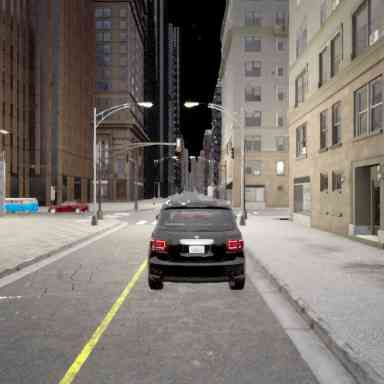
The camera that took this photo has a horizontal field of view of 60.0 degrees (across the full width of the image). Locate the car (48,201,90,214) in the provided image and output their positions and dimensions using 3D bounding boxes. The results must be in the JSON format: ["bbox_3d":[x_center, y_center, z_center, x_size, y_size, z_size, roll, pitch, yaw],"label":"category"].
[{"bbox_3d":[-13.908,1.724,37.569,4.507,1.381,1.887,-1,0,0],"label":"car"}]

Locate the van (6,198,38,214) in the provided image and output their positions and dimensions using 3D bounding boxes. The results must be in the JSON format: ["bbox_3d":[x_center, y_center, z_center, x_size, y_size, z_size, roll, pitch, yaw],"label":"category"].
[{"bbox_3d":[-19.534,1.588,37.599,3.998,1.788,1.690,-1,0,0],"label":"van"}]

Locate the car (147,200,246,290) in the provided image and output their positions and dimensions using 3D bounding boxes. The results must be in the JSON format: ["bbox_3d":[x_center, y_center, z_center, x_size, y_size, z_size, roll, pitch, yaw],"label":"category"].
[{"bbox_3d":[0.117,1.223,9.223,2.150,2.045,5.566,0,0,1],"label":"car"}]

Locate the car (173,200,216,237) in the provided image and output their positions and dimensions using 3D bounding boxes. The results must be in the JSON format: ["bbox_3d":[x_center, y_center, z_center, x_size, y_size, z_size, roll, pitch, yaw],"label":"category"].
[{"bbox_3d":[0.131,1.357,18.672,2.097,1.767,4.553,0,0,0],"label":"car"}]
